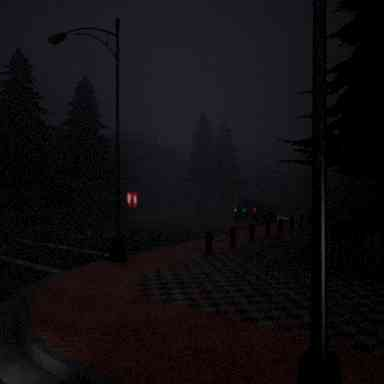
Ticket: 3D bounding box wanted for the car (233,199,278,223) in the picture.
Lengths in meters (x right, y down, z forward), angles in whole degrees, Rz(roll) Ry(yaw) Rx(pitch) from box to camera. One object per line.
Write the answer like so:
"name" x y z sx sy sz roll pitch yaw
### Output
"car" 5.077 1.363 26.061 2.097 1.767 4.553 0 0 35
